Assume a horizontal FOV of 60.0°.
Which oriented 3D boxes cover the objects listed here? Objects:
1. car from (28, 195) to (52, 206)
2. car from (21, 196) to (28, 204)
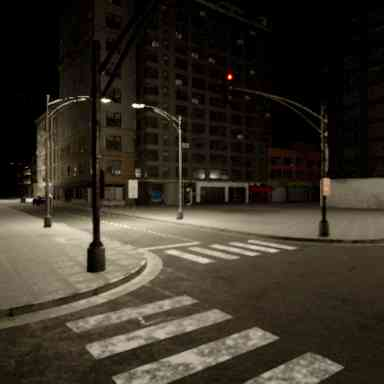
[{"bbox_3d":[-20.995,1.199,46.626,2.128,1.511,4.902,0,0,-36],"label":"car"},{"bbox_3d":[-26.975,1.255,54.981,1.895,1.301,4.718,0,0,-36],"label":"car"}]
